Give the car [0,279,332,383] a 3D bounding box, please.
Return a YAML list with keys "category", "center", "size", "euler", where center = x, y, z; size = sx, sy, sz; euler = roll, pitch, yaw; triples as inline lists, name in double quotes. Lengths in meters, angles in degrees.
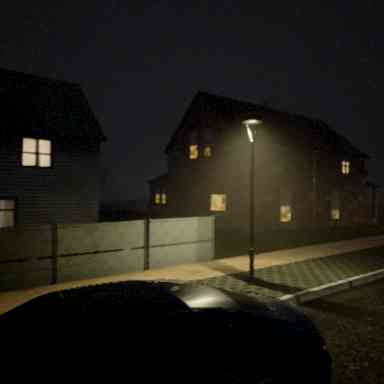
- category: "car"
  center: [-0.816, 1.528, 2.482]
  size: [4.674, 1.442, 1.812]
  euler: [0, 0, -35]
